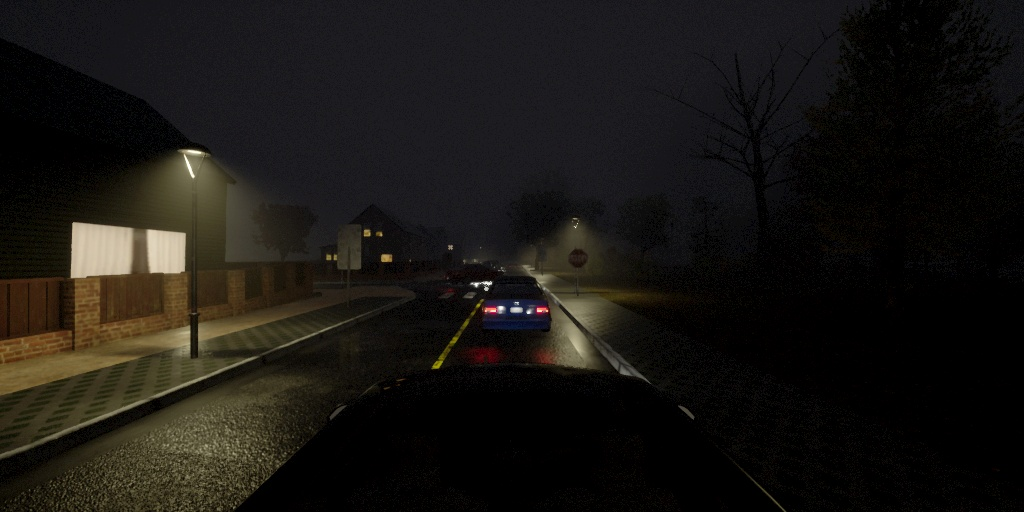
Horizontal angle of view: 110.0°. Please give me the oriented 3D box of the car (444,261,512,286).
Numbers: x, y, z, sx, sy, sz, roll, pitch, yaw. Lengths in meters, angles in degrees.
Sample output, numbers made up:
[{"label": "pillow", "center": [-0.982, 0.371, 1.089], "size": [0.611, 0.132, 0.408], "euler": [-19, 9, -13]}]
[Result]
[{"label": "car", "center": [-2.597, 1.309, 25.853], "size": [4.674, 1.442, 1.812], "euler": [0, 1, -39]}]

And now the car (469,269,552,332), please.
[{"label": "car", "center": [0.106, 1.305, 10.846], "size": [2.033, 1.411, 5.357], "euler": [0, 0, 0]}]
